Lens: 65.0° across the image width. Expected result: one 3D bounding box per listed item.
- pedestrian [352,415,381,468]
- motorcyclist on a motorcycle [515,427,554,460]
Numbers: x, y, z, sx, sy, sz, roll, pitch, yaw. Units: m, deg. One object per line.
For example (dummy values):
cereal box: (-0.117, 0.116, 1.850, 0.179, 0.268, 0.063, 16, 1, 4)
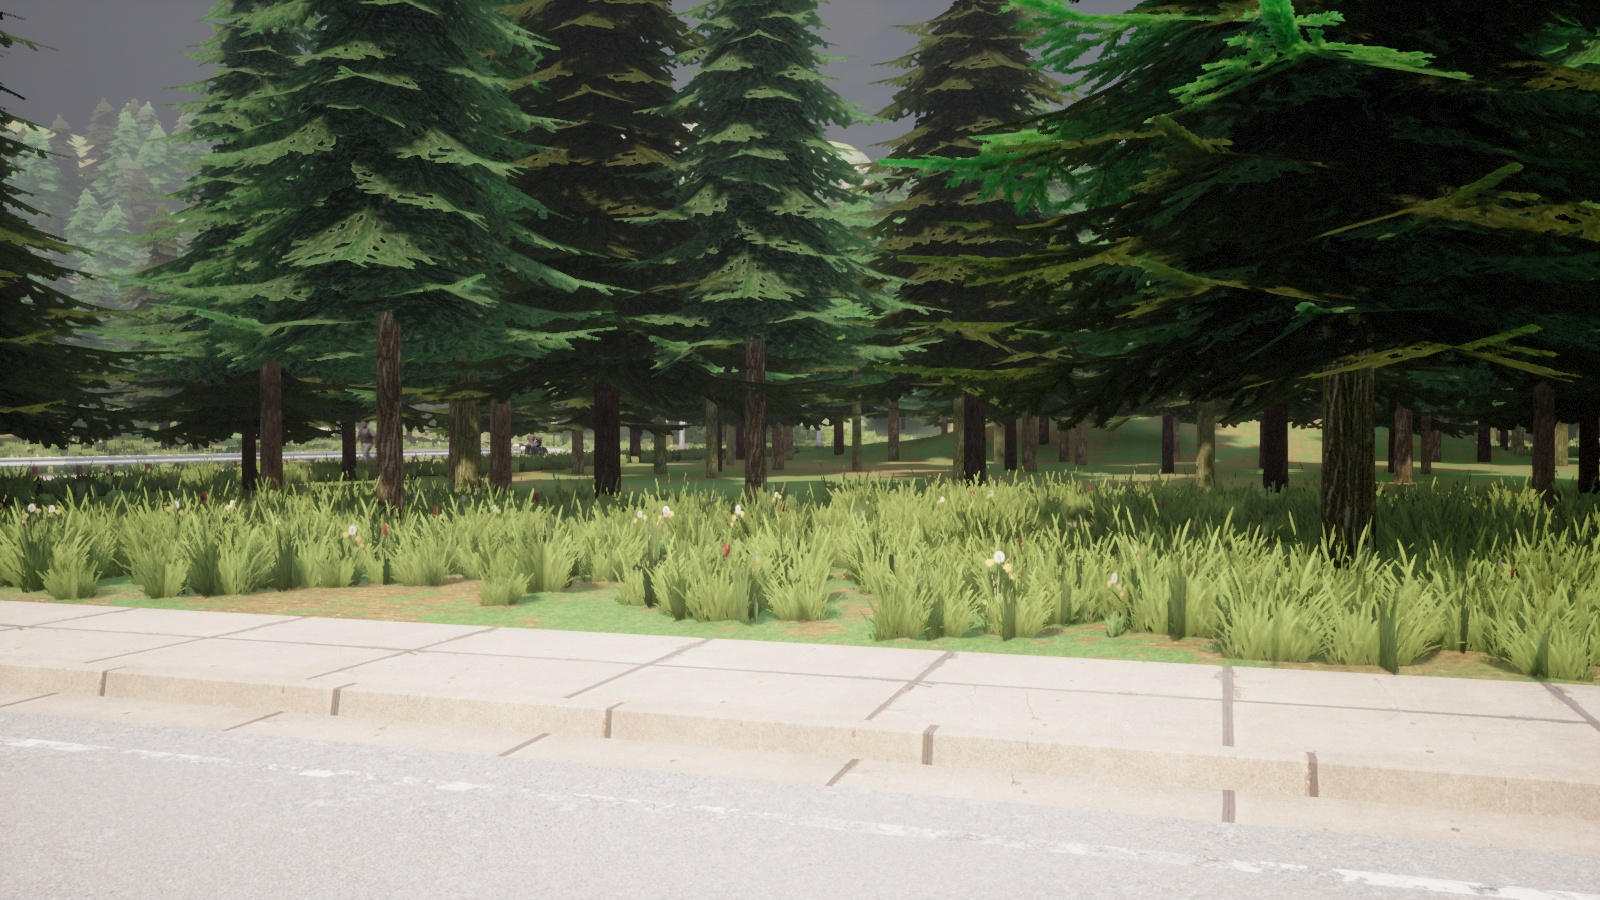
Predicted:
pedestrian: (-15.661, -0.323, 45.348, 0.563, 1.883, 0.849, 1, 1, 20)
motorcyclist on a motorcycle: (-13.463, -0.321, 63.744, 0.766, 1.649, 2.350, 1, 1, 20)
